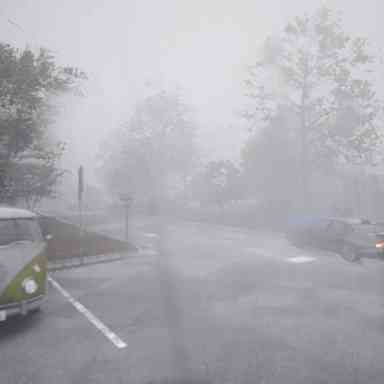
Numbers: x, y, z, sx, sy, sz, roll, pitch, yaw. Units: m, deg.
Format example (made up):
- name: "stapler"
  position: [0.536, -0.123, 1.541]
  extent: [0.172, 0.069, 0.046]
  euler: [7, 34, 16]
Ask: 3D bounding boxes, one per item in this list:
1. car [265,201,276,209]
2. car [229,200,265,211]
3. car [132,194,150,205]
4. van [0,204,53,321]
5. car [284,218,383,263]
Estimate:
- name: "car"
  position: [10.166, 1.806, 48.131]
  extent: [1.994, 1.385, 4.181]
  euler: [-2, 2, -35]
- name: "car"
  position: [7.440, 1.910, 46.595]
  extent: [1.895, 1.301, 4.718]
  euler: [-2, 2, -35]
- name: "car"
  position: [-8.866, 1.240, 57.005]
  extent: [4.553, 1.767, 2.097]
  euler: [1, 0, -20]
- name: "van"
  position: [-4.184, 1.257, 6.689]
  extent: [1.878, 1.987, 4.442]
  euler: [0, 0, -36]
- name: "car"
  position: [5.732, 1.699, 12.752]
  extent: [2.033, 1.411, 5.357]
  euler: [1, -1, -17]
